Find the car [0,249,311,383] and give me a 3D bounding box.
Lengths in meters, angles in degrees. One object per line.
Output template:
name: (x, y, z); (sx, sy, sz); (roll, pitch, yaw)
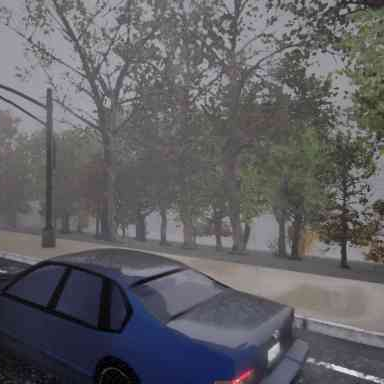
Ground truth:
car: (-1.266, 1.545, 4.590); (5.357, 1.411, 2.033); (0, 0, 36)
